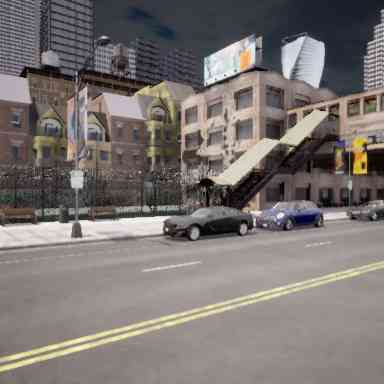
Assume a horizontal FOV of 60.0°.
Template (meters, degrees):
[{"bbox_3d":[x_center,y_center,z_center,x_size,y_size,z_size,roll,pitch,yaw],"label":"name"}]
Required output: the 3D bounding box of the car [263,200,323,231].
[{"bbox_3d":[6.042,1.333,20.511,4.553,1.767,2.185,0,0,-36],"label":"car"}]

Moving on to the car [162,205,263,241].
[{"bbox_3d":[0.893,1.458,16.667,5.008,1.535,2.097,0,0,-36],"label":"car"}]

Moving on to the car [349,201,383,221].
[{"bbox_3d":[14.835,1.461,26.740,4.892,1.521,2.231,0,0,-26],"label":"car"}]
